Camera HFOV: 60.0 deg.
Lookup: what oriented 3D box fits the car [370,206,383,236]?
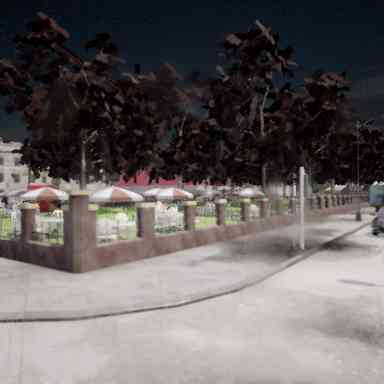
[{"bbox_3d":[10.948,1.509,17.922,1.837,1.490,4.892,0,0,36],"label":"car"}]
